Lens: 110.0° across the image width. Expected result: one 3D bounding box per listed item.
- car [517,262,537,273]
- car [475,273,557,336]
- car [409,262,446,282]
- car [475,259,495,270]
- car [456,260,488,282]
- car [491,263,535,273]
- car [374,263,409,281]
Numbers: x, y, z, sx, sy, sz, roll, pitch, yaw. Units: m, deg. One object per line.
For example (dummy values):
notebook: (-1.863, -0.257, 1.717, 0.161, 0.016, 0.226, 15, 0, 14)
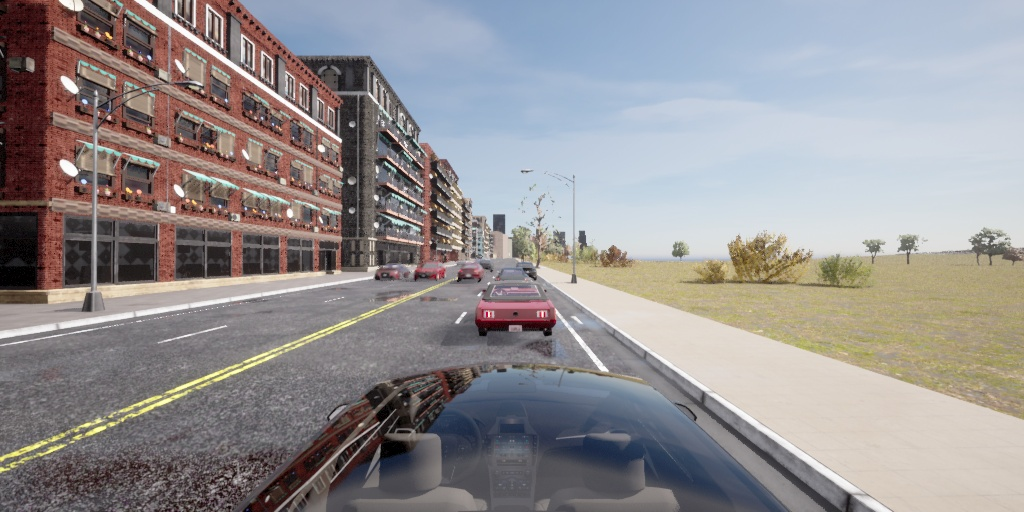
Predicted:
car: (1.064, 1.259, 30.359, 1.837, 1.490, 4.892, 0, 0, 0)
car: (0.079, 1.352, 10.335, 1.895, 1.301, 4.718, 0, 0, 0)
car: (-6.673, 1.231, 29.526, 1.882, 1.535, 5.008, 0, 0, 0)
car: (-3.266, 1.257, 45.165, 1.837, 1.490, 4.892, 0, -1, 0)
car: (-3.219, 1.280, 28.714, 1.812, 1.442, 4.674, 0, 0, 0)
car: (0.044, 1.317, 20.365, 1.994, 1.385, 4.181, 0, 0, 0)
car: (-9.923, 1.317, 30.003, 1.994, 1.385, 4.181, 0, 0, 0)
